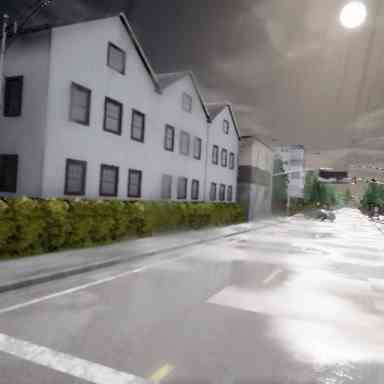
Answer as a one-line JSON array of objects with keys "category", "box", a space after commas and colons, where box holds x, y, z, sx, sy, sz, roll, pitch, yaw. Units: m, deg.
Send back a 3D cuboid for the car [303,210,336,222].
[{"category": "car", "box": [17.336, 3.175, 45.445, 2.128, 1.511, 4.902, 4, -2, -22]}]
